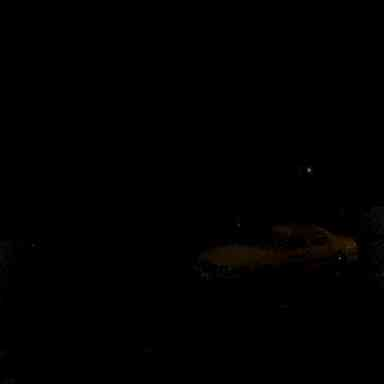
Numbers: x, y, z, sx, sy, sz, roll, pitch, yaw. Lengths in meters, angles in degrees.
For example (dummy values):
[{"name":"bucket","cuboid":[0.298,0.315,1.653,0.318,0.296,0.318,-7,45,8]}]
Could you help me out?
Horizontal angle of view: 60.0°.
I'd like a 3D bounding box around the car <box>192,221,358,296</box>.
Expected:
[{"name":"car","cuboid":[2.267,1.445,8.390,4.829,1.417,1.752,-1,0,-34]}]
